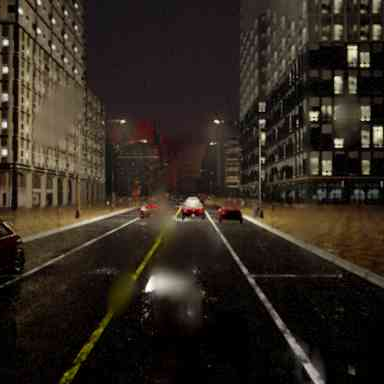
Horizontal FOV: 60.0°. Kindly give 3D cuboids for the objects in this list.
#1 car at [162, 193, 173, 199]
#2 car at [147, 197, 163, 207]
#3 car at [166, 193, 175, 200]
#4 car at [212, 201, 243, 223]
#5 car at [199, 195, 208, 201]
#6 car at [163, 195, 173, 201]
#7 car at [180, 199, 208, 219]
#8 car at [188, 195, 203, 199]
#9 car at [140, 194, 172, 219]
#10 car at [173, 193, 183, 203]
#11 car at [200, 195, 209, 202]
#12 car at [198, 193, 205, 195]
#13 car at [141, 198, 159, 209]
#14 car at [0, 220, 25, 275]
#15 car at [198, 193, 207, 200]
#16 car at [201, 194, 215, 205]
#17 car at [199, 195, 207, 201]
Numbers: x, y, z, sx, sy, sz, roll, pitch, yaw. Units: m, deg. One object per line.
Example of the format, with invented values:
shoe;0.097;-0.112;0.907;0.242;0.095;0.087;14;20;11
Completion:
car;-5.666;1.210;67.554;2.192;1.841;5.009;1;0;0
car;-5.672;1.464;51.217;1.887;1.381;4.507;1;0;0
car;-5.737;1.180;89.334;2.192;1.841;5.009;1;0;0
car;2.706;1.542;24.493;1.802;1.307;4.206;1;0;0
car;2.711;1.446;78.464;1.947;1.339;4.313;1;0;0
car;-5.670;1.424;78.446;1.887;1.381;4.507;1;0;0
car;0.103;1.555;28.523;1.895;1.301;4.718;0;0;0
car;0.103;1.455;44.278;1.812;1.442;4.674;0;0;0
car;-3.095;1.306;28.250;2.097;1.767;4.553;0;0;0
car;-2.996;1.415;68.798;1.837;1.490;4.892;0;0;0
car;2.711;1.412;73.194;1.752;1.417;4.829;1;0;0
car;2.710;1.440;67.585;1.887;1.381;4.507;1;0;0
car;-5.673;1.493;45.772;1.947;1.339;4.313;1;0;0
car;-5.641;1.427;7.635;1.967;1.590;4.097;1;0;0
car;2.790;1.180;89.339;2.192;1.841;5.009;1;0;0
car;2.709;1.444;51.435;1.752;1.417;4.829;1;0;0
car;2.711;1.438;83.903;1.947;1.339;4.313;1;0;0
